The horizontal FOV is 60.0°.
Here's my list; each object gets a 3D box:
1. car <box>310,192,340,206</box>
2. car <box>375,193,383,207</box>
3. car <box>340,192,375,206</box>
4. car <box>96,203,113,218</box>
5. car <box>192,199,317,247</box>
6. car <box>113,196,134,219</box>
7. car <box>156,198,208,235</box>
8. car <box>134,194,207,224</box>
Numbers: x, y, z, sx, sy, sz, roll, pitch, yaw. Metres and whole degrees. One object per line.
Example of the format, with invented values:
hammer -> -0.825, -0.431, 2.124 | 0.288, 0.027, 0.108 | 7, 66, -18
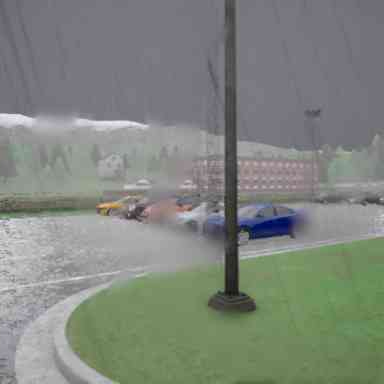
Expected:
car -> 15.831, 0.722, 38.833 | 5.008, 1.535, 1.882 | -1, 1, -32
car -> 21.203, 0.642, 33.941 | 4.553, 1.767, 2.097 | -1, 1, -32
car -> 19.116, 0.749, 36.765 | 4.902, 1.511, 2.128 | -1, 1, -32
car -> -4.868, 1.078, 25.681 | 5.008, 1.535, 1.882 | -1, 1, -32
car -> 2.736, 1.223, 13.927 | 5.008, 1.535, 1.882 | -1, 1, -32
car -> -2.687, 0.984, 22.918 | 4.553, 1.767, 2.097 | -1, 1, -32
car -> 0.805, 1.235, 16.846 | 4.674, 1.442, 1.812 | -1, 1, -33
car -> -0.782, 1.020, 19.983 | 4.553, 1.767, 2.097 | -1, 1, -32
